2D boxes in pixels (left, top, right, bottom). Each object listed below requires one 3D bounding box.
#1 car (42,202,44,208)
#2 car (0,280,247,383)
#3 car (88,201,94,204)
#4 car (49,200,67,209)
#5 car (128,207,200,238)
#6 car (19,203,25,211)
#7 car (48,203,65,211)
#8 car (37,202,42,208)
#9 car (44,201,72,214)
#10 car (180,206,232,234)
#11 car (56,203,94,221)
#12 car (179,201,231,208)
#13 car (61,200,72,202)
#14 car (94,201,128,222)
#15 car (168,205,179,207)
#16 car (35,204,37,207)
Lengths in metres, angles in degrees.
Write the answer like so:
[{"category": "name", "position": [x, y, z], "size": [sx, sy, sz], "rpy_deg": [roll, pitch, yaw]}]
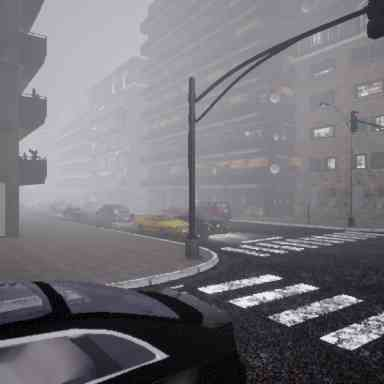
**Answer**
[{"category": "car", "position": [-31.906, 2.973, 75.405], "size": [1.947, 1.339, 4.313], "rpy_deg": [-1, 0, -36]}, {"category": "car", "position": [-1.800, 1.491, 2.072], "size": [4.902, 1.511, 2.128], "rpy_deg": [0, 0, -36]}, {"category": "car", "position": [-16.462, 2.307, 55.009], "size": [2.097, 1.767, 4.553], "rpy_deg": [0, -1, -36]}, {"category": "car", "position": [-28.577, 2.623, 70.829], "size": [2.192, 1.841, 5.009], "rpy_deg": [-1, 0, -36]}, {"category": "car", "position": [-1.823, 1.833, 19.956], "size": [1.752, 1.417, 4.829], "rpy_deg": [-1, 0, -36]}, {"category": "car", "position": [-31.946, 2.770, 61.287], "size": [1.887, 1.381, 4.507], "rpy_deg": [-1, 0, -36]}, {"category": "car", "position": [-25.285, 2.755, 62.001], "size": [1.895, 1.301, 4.718], "rpy_deg": [0, -1, -36]}, {"category": "car", "position": [-35.243, 3.049, 79.983], "size": [1.887, 1.381, 4.507], "rpy_deg": [-1, 0, -36]}, {"category": "car", "position": [-19.891, 2.468, 49.332], "size": [2.033, 1.411, 5.357], "rpy_deg": [0, -1, -36]}, {"category": "car", "position": [0.385, 1.863, 21.349], "size": [1.994, 1.385, 4.181], "rpy_deg": [0, -1, -36]}, {"category": "car", "position": [-11.930, 2.163, 33.825], "size": [1.887, 1.381, 4.507], "rpy_deg": [-1, 0, -36]}, {"category": "car", "position": [1.444, 1.713, 29.638], "size": [2.192, 1.841, 5.009], "rpy_deg": [-1, 0, -36]}, {"category": "car", "position": [-19.603, 2.530, 54.206], "size": [2.033, 1.411, 5.357], "rpy_deg": [0, -1, -36]}, {"category": "car", "position": [-7.262, 1.889, 31.846], "size": [2.097, 1.767, 4.553], "rpy_deg": [0, -1, -36]}, {"category": "car", "position": [-1.885, 2.045, 34.214], "size": [1.887, 1.381, 4.507], "rpy_deg": [-1, 0, -36]}, {"category": "car", "position": [-38.573, 3.168, 84.563], "size": [1.947, 1.339, 4.313], "rpy_deg": [-1, 0, -36]}]
